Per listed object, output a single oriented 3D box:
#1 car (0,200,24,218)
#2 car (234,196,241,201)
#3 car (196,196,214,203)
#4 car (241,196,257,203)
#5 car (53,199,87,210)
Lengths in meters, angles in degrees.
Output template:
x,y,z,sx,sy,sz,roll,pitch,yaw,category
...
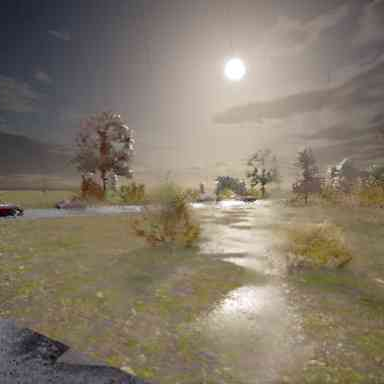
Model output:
x,y,z,sx,sy,sz,roll,pitch,yaw,category
-17.195,1.387,28.976,2.097,1.767,4.553,0,0,34,car
12.752,1.715,86.291,2.033,1.411,5.357,0,0,34,car
2.818,1.622,71.458,1.882,1.535,5.008,0,0,34,car
13.829,1.659,78.432,1.882,1.535,5.008,0,0,26,car
-15.912,1.660,43.493,1.994,1.385,4.181,0,1,34,car
